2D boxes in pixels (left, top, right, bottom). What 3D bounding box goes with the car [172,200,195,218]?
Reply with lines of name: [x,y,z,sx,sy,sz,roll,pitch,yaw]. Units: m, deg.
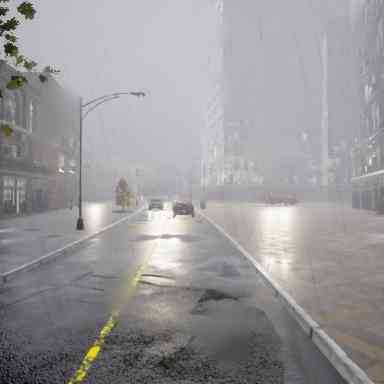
car: [-0.817,1.482,30.774,1.882,1.535,5.008,0,0,-3]

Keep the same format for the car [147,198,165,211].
car: [-4.391,1.507,40.905,1.837,1.490,4.892,0,0,-4]

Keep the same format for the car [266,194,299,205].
car: [13.946,1.201,51.509,5.009,1.841,2.192,0,-1,15]

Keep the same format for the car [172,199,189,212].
car: [-1.499,1.607,40.650,1.895,1.301,4.718,0,0,-4]
